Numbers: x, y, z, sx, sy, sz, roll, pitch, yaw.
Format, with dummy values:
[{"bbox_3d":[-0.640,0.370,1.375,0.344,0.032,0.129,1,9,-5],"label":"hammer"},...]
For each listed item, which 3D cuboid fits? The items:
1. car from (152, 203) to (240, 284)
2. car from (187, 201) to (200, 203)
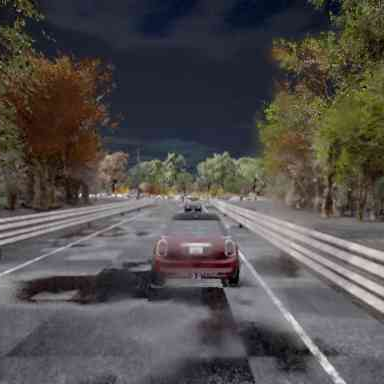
[{"bbox_3d":[0.101,1.373,9.762,2.097,1.767,4.553,0,0,0],"label":"car"},{"bbox_3d":[0.135,1.684,38.508,1.895,1.301,4.718,0,0,0],"label":"car"}]
